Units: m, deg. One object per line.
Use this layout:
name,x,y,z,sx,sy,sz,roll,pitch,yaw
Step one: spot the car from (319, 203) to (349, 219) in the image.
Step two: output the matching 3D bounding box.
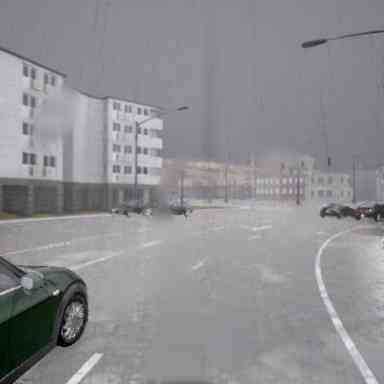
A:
car,14.264,1.808,32.520,4.181,1.385,1.994,1,0,-40

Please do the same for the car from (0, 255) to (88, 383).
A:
car,-2.924,1.357,3.629,2.097,1.767,4.553,0,0,7

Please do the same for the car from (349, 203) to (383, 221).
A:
car,16.092,1.742,29.472,4.892,1.490,1.837,1,0,-42

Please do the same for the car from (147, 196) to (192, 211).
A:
car,-1.787,1.307,25.758,2.128,1.511,4.902,0,0,35
